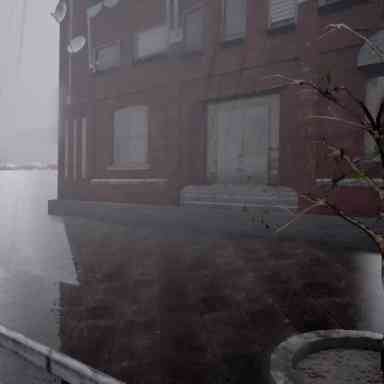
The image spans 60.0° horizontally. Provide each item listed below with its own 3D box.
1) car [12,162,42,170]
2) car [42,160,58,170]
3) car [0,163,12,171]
[{"bbox_3d":[-21.808,-3.379,45.862,4.892,1.521,2.231,1,1,27],"label":"car"},{"bbox_3d":[-16.726,-3.380,43.422,4.553,1.767,2.185,1,1,26],"label":"car"},{"bbox_3d":[-26.642,-3.442,48.317,4.674,1.452,2.002,1,1,28],"label":"car"}]
